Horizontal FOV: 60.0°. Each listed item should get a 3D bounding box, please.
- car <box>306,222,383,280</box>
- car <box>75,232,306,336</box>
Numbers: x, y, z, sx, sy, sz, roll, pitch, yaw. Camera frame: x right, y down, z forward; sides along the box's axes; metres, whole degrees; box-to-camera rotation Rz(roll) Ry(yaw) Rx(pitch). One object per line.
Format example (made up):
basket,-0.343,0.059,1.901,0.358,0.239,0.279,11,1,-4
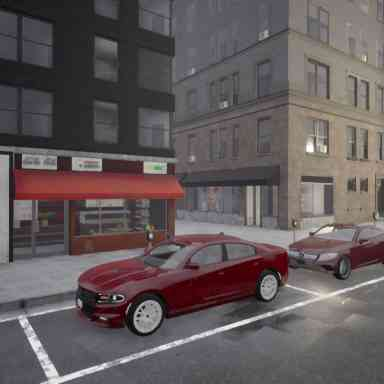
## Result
car,4.541,1.577,9.884,4.206,1.307,1.802,0,0,-35
car,0.022,1.545,6.662,4.507,1.381,1.887,0,0,-35
